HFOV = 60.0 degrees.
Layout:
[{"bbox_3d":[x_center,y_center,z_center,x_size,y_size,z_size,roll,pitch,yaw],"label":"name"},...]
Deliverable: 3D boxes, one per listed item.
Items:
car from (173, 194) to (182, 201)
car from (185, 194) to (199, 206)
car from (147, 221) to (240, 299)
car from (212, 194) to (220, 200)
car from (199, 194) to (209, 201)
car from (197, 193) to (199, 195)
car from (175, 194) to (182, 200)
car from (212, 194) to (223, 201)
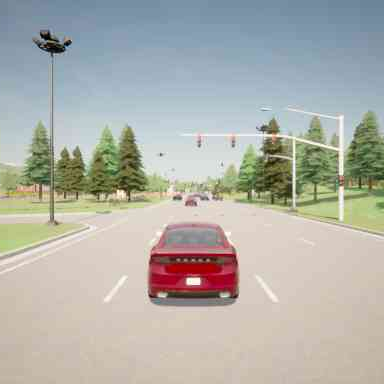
[{"bbox_3d":[-3.738,1.469,83.747,1.882,1.535,5.008,0,0,0],"label":"car"},{"bbox_3d":[-0.150,1.525,53.145,1.812,1.442,4.674,0,0,0],"label":"car"},{"bbox_3d":[0.039,1.478,8.542,1.882,1.535,5.008,0,0,0],"label":"car"},{"bbox_3d":[6.732,1.372,94.197,2.033,1.411,5.357,0,0,0],"label":"car"},{"bbox_3d":[3.261,1.516,84.184,1.812,1.442,4.674,0,0,0],"label":"car"},{"bbox_3d":[3.232,1.357,94.187,2.128,1.511,4.902,0,0,0],"label":"car"},{"bbox_3d":[-3.768,1.310,94.167,1.882,1.535,5.008,0,0,0],"label":"car"},{"bbox_3d":[6.762,1.516,83.778,2.128,1.511,4.902,0,0,0],"label":"car"}]
